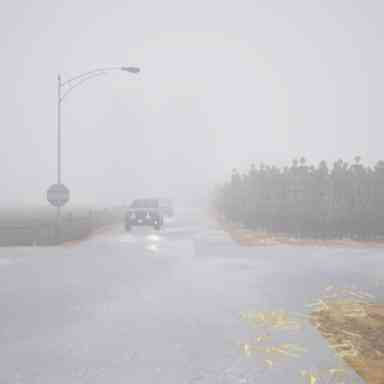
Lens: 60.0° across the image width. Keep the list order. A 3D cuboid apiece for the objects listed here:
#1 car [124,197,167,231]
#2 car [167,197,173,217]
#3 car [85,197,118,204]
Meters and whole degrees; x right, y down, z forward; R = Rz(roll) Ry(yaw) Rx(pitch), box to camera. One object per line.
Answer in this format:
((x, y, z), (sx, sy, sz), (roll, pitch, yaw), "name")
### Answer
((-3.183, 1.461, 22.950), (2.150, 2.045, 5.566), (0, -1, -1), "car")
((-3.210, 1.579, 36.281), (2.150, 2.045, 5.566), (0, 0, 0), "car")
((-16.269, 2.022, 61.489), (5.357, 1.411, 2.033), (0, 0, 0), "car")
